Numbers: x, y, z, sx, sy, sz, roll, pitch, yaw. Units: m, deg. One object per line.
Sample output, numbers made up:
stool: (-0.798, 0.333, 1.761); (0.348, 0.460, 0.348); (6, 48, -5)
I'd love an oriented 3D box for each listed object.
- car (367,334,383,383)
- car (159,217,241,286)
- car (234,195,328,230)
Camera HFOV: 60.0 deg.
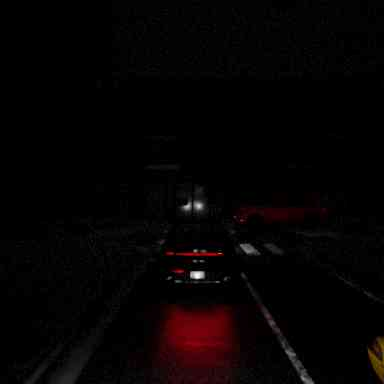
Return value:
car: (2.642, 1.525, 1.498); (1.752, 1.417, 4.829); (0, 0, 0)
car: (0.207, 1.504, 9.445); (1.837, 1.490, 4.892); (0, 0, 2)
car: (5.408, 1.214, 20.412); (5.566, 2.045, 2.150); (0, 0, 0)
